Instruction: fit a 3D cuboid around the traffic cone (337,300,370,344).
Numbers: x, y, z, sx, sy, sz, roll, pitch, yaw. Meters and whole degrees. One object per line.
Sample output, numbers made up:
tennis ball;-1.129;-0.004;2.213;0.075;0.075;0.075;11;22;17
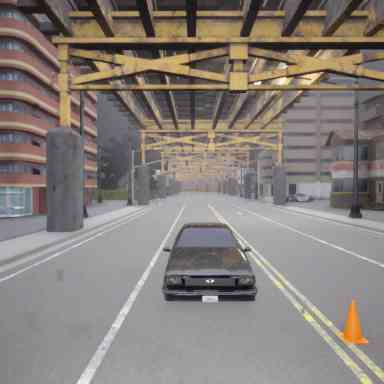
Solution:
traffic cone;2.453;1.949;5.070;0.340;0.580;0.340;0;0;0

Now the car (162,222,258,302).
car;0.361;1.534;8.677;2.033;1.411;5.357;0;0;1

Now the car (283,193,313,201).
car;17.511;0.849;54.808;4.536;1.218;1.853;0;1;-20

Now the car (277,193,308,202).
car;17.810;0.960;58.948;4.974;1.542;2.038;0;1;25

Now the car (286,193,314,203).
car;17.462;1.007;54.792;4.974;1.542;2.038;0;1;-20

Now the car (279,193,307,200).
car;17.857;0.803;58.925;4.536;1.218;1.853;0;1;25
